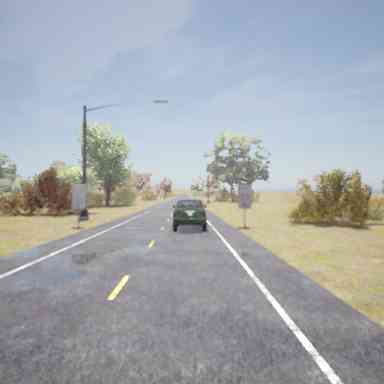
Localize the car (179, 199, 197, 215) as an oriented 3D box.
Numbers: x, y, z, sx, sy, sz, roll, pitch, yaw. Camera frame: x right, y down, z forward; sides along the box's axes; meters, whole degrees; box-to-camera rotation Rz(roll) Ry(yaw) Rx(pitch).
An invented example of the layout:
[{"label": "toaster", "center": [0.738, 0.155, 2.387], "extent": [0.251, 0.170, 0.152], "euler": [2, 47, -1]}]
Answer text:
[{"label": "car", "center": [-0.519, 1.767, 40.862], "extent": [2.097, 1.767, 4.553], "euler": [0, -1, -1]}]

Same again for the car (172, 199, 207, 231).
[{"label": "car", "center": [-0.165, 1.459, 22.727], "extent": [2.150, 2.045, 5.566], "euler": [0, -1, -1]}]
